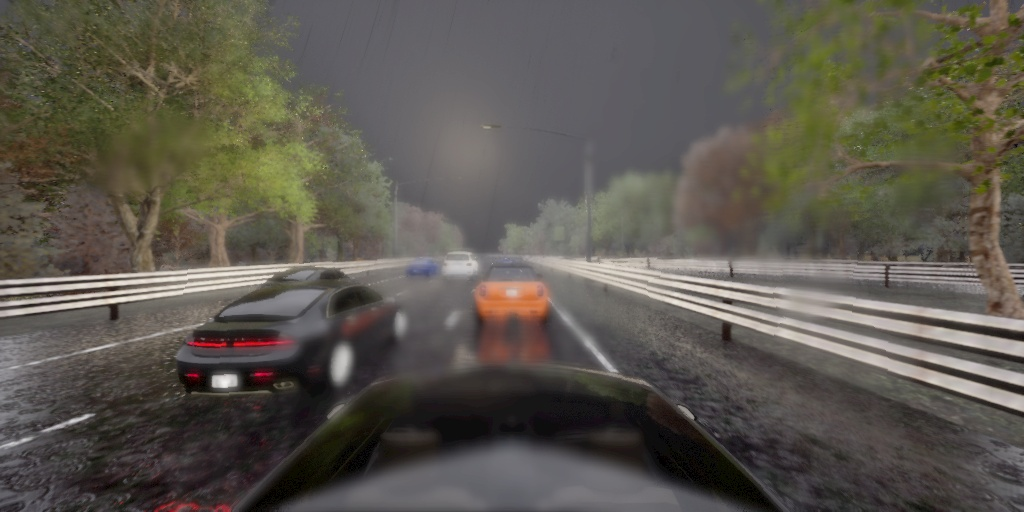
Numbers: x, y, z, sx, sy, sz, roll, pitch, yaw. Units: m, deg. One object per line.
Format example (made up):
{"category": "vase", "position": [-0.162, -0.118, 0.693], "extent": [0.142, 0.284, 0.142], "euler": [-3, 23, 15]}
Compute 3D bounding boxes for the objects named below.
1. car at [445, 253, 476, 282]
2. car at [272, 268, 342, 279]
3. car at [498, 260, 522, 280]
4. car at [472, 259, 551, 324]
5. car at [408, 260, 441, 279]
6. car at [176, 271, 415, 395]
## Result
{"category": "car", "position": [-3.673, 0.807, 27.278], "extent": [2.150, 2.045, 5.566], "euler": [0, 0, -1]}
{"category": "car", "position": [-6.977, 1.180, 13.009], "extent": [1.837, 1.490, 4.892], "euler": [0, 1, 0]}
{"category": "car", "position": [-0.212, 1.098, 29.355], "extent": [1.812, 1.442, 4.674], "euler": [0, 0, -1]}
{"category": "car", "position": [0.028, 1.032, 11.866], "extent": [2.097, 1.767, 4.553], "euler": [0, 0, 0]}
{"category": "car", "position": [-7.224, 1.049, 29.872], "extent": [1.882, 1.535, 5.008], "euler": [0, 0, -1]}
{"category": "car", "position": [-3.447, 1.223, 6.721], "extent": [1.837, 1.490, 4.892], "euler": [0, 1, 0]}
